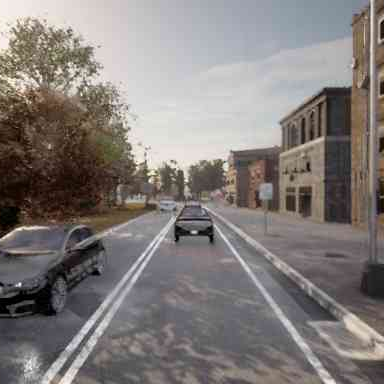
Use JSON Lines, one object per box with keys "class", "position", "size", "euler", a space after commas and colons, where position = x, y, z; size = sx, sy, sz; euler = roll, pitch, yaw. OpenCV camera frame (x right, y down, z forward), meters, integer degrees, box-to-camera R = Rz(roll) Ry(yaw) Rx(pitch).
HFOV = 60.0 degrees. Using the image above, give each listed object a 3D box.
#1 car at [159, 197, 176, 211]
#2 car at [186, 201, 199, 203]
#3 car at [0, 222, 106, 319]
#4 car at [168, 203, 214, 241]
{"class": "car", "position": [-3.426, 1.711, 48.029], "size": [2.150, 2.045, 5.566], "euler": [0, -1, 0]}
{"class": "car", "position": [0.055, 1.744, 35.120], "size": [1.882, 1.535, 5.008], "euler": [0, -1, 0]}
{"class": "car", "position": [-3.349, 1.503, 7.625], "size": [2.128, 1.511, 4.902], "euler": [0, 0, 0]}
{"class": "car", "position": [0.094, 1.551, 16.901], "size": [2.128, 1.511, 4.902], "euler": [0, 0, 0]}
